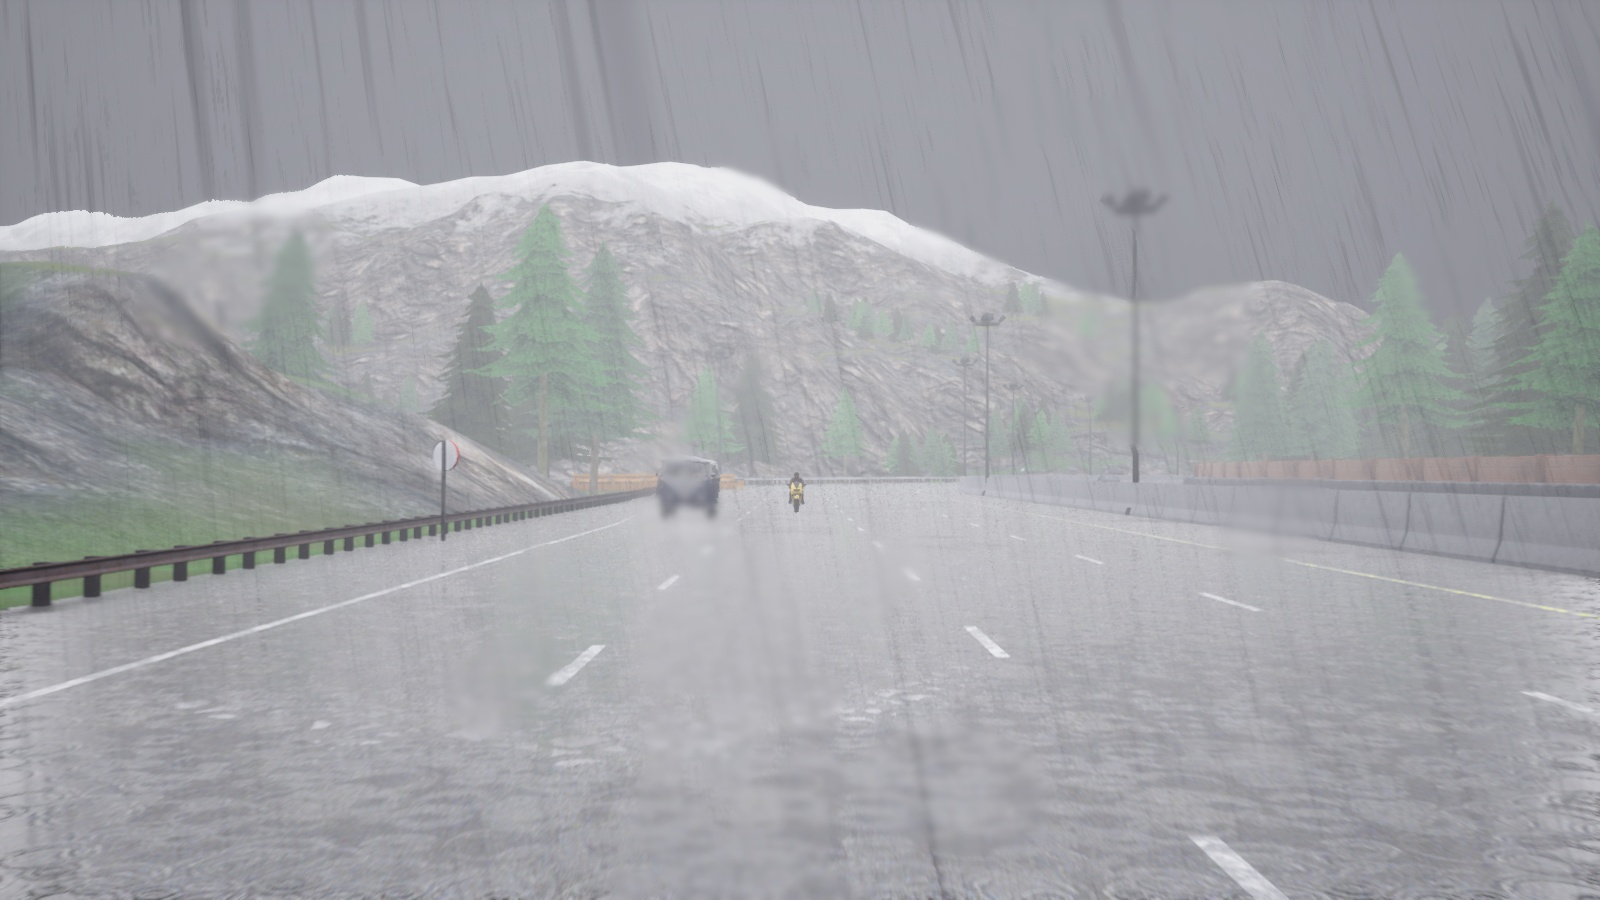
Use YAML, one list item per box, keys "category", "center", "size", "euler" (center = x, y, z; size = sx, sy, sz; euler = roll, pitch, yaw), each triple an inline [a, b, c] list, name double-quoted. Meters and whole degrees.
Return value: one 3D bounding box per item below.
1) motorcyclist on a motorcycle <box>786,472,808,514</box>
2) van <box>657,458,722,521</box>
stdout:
- category: "motorcyclist on a motorcycle"
  center: [-0.114, 1.586, 47.140]
  size: [0.797, 1.523, 2.044]
  euler: [0, -1, 0]
- category: "van"
  center: [-3.601, 1.277, 41.553]
  size: [1.775, 1.987, 4.442]
  euler: [0, -1, 0]
